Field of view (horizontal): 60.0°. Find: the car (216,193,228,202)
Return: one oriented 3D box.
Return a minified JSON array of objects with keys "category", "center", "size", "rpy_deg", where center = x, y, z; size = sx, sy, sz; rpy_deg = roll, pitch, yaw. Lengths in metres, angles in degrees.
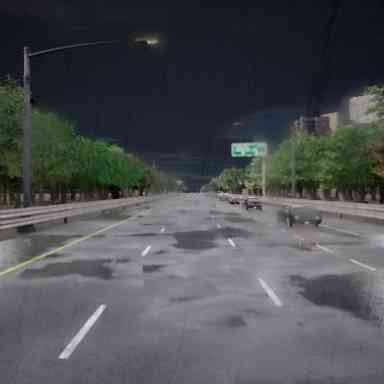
[{"category":"car","center":[7.275,1.477,77.074],"size":[2.128,1.511,4.902],"rpy_deg":[0,0,0]}]

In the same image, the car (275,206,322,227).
[{"category":"car","center":[7.025,1.602,22.519],"size":[1.895,1.301,4.718],"rpy_deg":[0,0,0]}]

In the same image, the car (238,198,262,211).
[{"category":"car","center":[7.081,1.499,39.653],"size":[1.837,1.490,4.892],"rpy_deg":[0,0,0]}]

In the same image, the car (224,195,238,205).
[{"category":"car","center":[7.173,1.574,58.108],"size":[1.895,1.301,4.718],"rpy_deg":[0,0,0]}]
